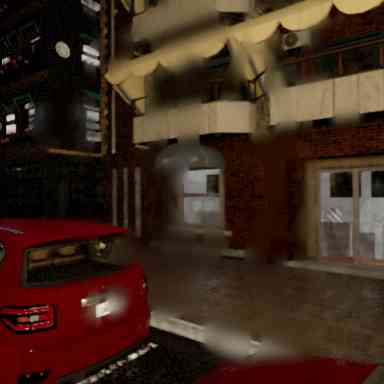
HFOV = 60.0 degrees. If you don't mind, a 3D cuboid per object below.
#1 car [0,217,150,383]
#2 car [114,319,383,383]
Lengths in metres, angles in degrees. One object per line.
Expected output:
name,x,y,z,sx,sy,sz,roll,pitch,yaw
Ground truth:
car,-2.844,1.288,4.881,5.009,1.841,2.192,0,-1,36
car,1.757,1.585,1.594,4.206,1.307,1.802,0,-1,36
